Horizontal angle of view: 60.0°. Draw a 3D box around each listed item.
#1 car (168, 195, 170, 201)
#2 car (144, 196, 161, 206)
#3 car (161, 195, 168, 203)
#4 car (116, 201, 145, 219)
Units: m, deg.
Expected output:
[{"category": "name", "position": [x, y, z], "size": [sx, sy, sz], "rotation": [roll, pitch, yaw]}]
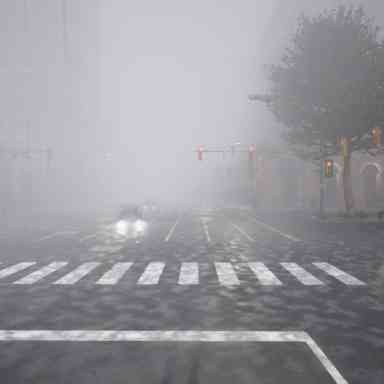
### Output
[{"category": "car", "position": [-6.388, 1.478, 80.937], "size": [1.882, 1.535, 5.008], "rotation": [0, 0, 1]}, {"category": "car", "position": [-6.808, 1.478, 55.586], "size": [1.882, 1.535, 5.008], "rotation": [0, 0, 0]}, {"category": "car", "position": [-6.571, 1.525, 69.238], "size": [1.812, 1.442, 4.674], "rotation": [0, 0, 1]}, {"category": "car", "position": [-5.671, 1.601, 29.576], "size": [1.895, 1.301, 4.718], "rotation": [0, 0, -17]}]
